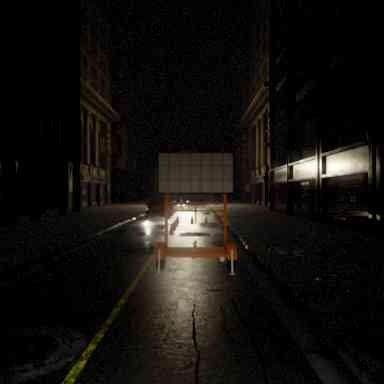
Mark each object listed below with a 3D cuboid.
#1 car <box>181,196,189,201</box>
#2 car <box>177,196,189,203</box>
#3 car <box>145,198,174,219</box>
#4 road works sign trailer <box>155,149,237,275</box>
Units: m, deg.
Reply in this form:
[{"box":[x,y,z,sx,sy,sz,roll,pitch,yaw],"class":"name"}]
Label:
[{"box":[-1.888,1.661,90.431,1.895,1.301,4.718,0,0,1],"class":"car"},{"box":[-2.157,1.552,68.860,2.128,1.511,4.902,0,0,1],"class":"car"},{"box":[-2.758,1.356,28.644,2.097,1.767,4.553,0,0,1],"class":"car"},{"box":[0.117,0.465,10.429,2.380,3.560,2.880,0,0,1],"class":"road works sign trailer"}]
